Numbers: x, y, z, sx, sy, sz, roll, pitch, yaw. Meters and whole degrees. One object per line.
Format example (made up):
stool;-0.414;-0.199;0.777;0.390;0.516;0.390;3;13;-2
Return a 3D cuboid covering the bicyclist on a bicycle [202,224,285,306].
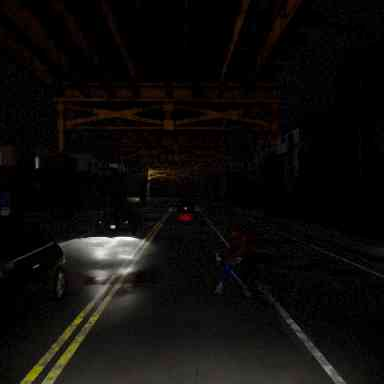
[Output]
bicyclist on a bicycle;1.014;1.452;6.581;1.656;1.620;0.582;-1;0;-1

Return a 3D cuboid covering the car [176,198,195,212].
car;-0.746;1.504;38.424;1.837;1.490;4.892;0;0;-1

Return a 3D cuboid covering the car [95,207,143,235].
car;-3.943;1.564;18.589;1.994;1.385;4.181;0;0;0

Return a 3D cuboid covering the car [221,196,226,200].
car;10.221;1.452;90.080;4.974;1.542;2.038;0;0;29

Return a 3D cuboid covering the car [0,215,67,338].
car;-3.695;1.352;5.224;2.097;1.767;4.553;0;0;-1
